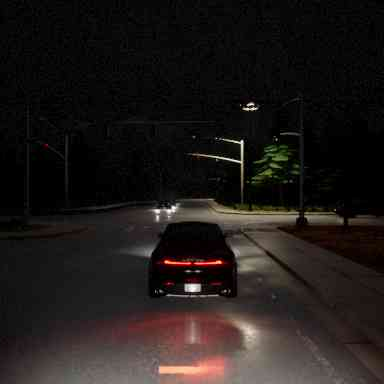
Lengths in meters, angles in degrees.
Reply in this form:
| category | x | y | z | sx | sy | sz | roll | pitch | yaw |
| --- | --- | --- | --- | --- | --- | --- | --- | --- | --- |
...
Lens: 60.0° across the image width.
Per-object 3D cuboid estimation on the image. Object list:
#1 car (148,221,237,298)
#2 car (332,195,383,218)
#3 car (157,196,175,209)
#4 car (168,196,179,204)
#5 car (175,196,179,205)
| category | x | y | z | sx | sy | sz | roll | pitch | yaw |
| --- | --- | --- | --- | --- | --- | --- | --- | --- | --- |
| car | 0.031 | 1.501 | 8.519 | 1.837 | 1.490 | 4.892 | 0 | 0 | 0 |
| car | 15.541 | 1.248 | 29.668 | 5.566 | 2.045 | 2.150 | 0 | 0 | 1 |
| car | -3.685 | 1.505 | 45.144 | 1.837 | 1.490 | 4.892 | 0 | 0 | 0 |
| car | -3.556 | 1.504 | 65.830 | 1.837 | 1.490 | 4.892 | 0 | 0 | 1 |
| car | -3.685 | 1.601 | 55.394 | 1.895 | 1.301 | 4.718 | 0 | 0 | 0 |
